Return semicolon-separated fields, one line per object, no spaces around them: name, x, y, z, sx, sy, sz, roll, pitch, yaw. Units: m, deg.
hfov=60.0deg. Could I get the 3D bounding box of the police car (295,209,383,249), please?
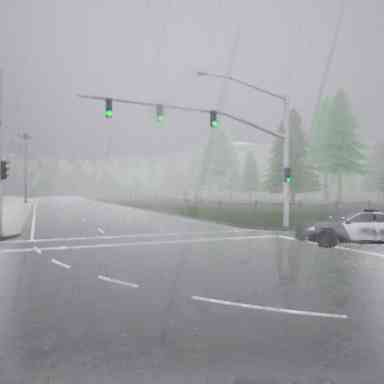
police car;6.938;1.493;13.755;4.974;1.542;2.038;0;-3;9
